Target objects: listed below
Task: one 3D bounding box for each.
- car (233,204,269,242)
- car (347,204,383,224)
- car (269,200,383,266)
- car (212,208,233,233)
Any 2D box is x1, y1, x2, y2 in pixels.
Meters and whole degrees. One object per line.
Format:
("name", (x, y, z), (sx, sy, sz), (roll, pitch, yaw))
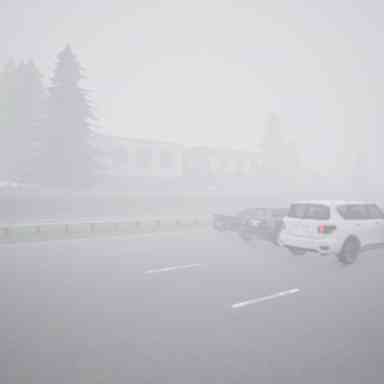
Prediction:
("car", (4.470, 1.431, 15.598), (4.553, 1.767, 2.097), (1, 0, -35))
("car", (14.841, 1.741, 27.290), (4.181, 1.385, 1.994), (0, 0, -35))
("car", (5.639, 1.296, 12.149), (5.566, 2.045, 2.150), (0, 0, -35))
("car", (3.454, 1.565, 19.163), (5.008, 1.535, 1.882), (0, 0, -35))
